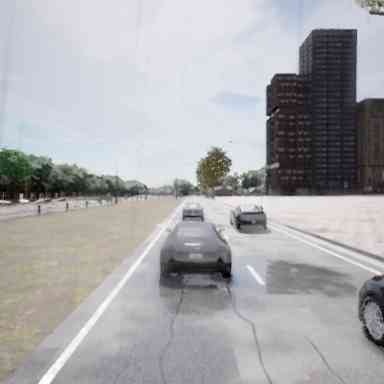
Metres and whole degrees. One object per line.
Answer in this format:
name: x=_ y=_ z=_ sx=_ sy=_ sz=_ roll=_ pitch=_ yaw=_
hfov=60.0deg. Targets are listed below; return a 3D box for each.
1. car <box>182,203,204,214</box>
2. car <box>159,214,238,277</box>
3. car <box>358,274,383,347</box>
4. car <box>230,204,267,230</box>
car: x=0.090 y=1.608 z=28.203 sx=2.033 sy=1.411 sz=5.357 roll=0 pitch=0 yaw=0
car: x=0.099 y=1.603 z=10.447 sx=1.994 sy=1.385 sz=4.181 roll=0 pitch=0 yaw=0
car: x=3.602 y=1.521 z=3.467 sx=1.837 sy=1.490 sz=4.892 roll=0 pitch=0 yaw=0
car: x=3.596 y=1.548 z=21.735 sx=2.128 sy=1.511 sz=4.902 roll=0 pitch=0 yaw=0
